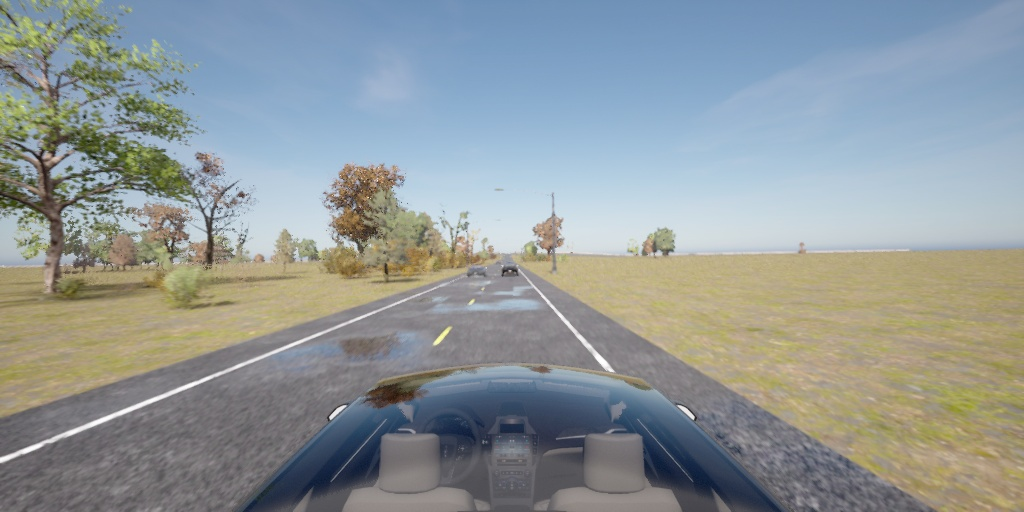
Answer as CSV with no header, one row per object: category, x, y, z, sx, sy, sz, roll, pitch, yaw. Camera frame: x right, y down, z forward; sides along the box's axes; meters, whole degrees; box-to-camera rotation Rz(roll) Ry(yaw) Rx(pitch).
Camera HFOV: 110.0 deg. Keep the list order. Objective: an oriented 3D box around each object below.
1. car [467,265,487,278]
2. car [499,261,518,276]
car,-3.885,1.674,40.095,1.994,1.385,4.181,-1,-1,0
car,-0.237,1.541,42.833,1.882,1.535,5.008,-1,0,0
